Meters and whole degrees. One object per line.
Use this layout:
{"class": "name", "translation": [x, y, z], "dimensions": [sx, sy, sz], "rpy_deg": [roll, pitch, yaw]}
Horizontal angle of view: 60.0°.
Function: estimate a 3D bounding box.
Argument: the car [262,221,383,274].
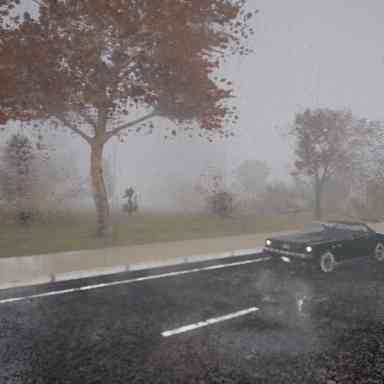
{"class": "car", "translation": [4.516, 1.632, 10.820], "dimensions": [4.718, 1.301, 1.895], "rpy_deg": [0, 0, -35]}
